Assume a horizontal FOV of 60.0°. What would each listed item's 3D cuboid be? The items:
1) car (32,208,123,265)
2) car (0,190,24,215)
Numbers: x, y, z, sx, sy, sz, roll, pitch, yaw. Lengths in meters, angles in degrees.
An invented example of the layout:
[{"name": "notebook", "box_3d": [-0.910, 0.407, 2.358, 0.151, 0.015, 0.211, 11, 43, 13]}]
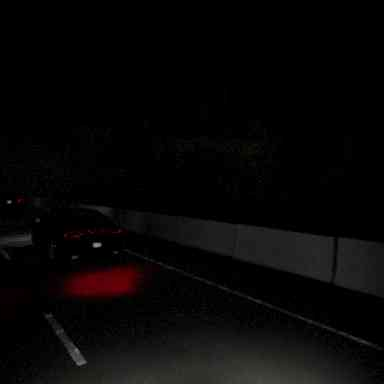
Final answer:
[{"name": "car", "box_3d": [-4.022, 1.276, 11.166, 1.882, 1.535, 5.008, -1, 1, -35]}, {"name": "car", "box_3d": [-15.240, 0.828, 27.157, 2.150, 2.045, 5.566, -1, 1, -35]}]
